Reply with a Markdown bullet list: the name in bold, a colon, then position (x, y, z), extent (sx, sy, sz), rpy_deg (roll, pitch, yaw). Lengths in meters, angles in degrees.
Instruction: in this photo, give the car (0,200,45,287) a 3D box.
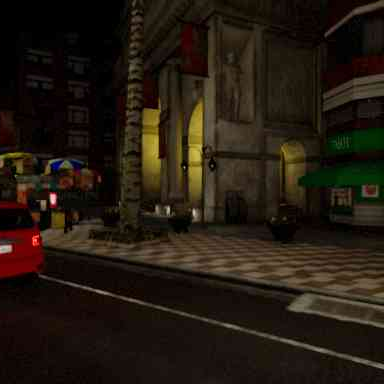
- **car**: position (-5.855, 1.210, 8.059), extent (5.566, 2.045, 2.150), rpy_deg (0, 0, 36)
